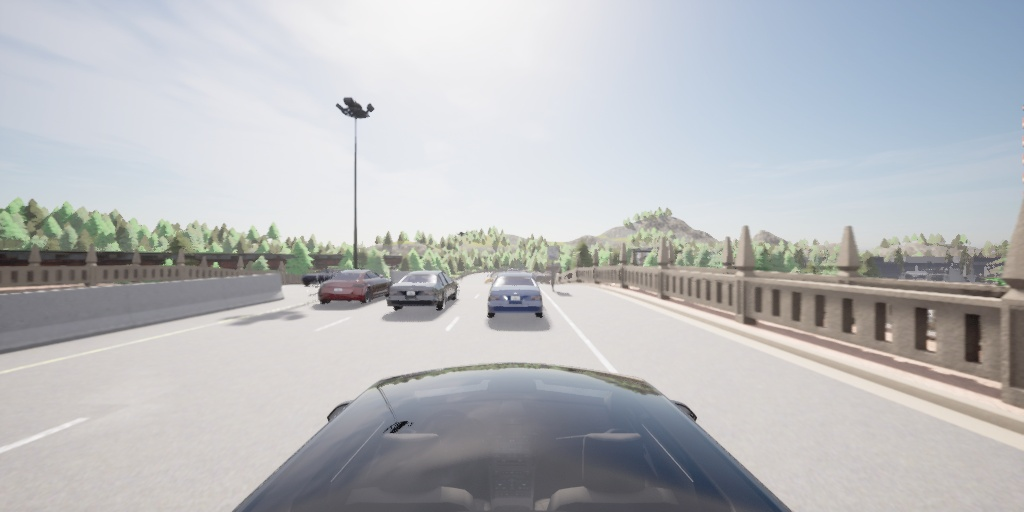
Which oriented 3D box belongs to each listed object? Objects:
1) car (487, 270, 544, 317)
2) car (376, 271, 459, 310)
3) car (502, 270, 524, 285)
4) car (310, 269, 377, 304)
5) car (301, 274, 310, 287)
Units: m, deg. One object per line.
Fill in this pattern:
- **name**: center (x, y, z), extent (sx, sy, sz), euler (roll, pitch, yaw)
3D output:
- **car**: center (0.101, 1.297, 13.143), extent (2.033, 1.411, 5.357), euler (0, 0, 0)
- **car**: center (-3.400, 1.298, 14.554), extent (2.033, 1.411, 5.357), euler (0, 0, 0)
- **car**: center (0.103, 2.133, 35.516), extent (1.994, 1.385, 4.181), euler (0, -5, 0)
- **car**: center (-6.899, 1.317, 16.266), extent (1.994, 1.385, 4.181), euler (0, 0, 0)
- **car**: center (-14.072, 1.646, 27.586), extent (1.895, 1.301, 4.718), euler (0, -3, 0)
